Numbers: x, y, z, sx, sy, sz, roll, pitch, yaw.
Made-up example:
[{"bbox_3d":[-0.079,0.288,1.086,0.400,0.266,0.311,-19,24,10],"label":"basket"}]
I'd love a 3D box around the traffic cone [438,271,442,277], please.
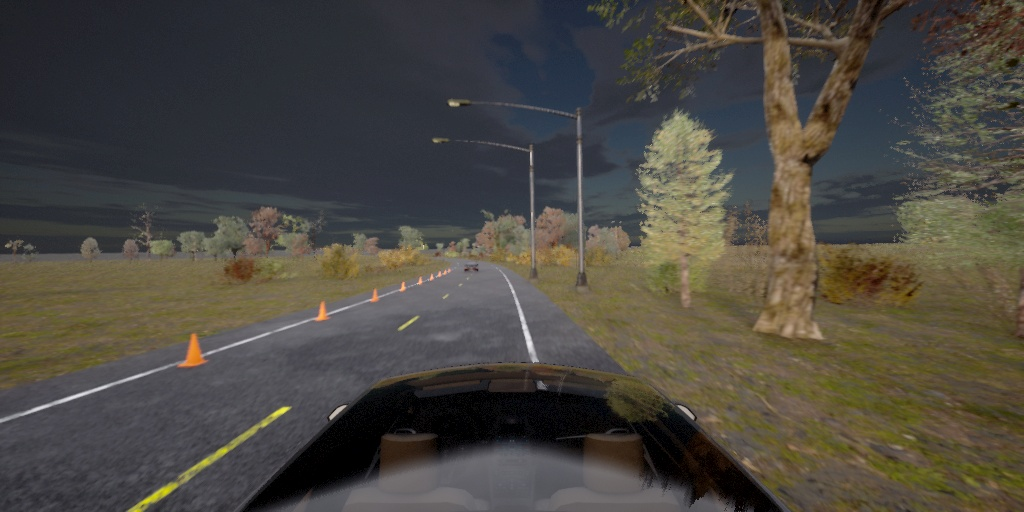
[{"bbox_3d":[-7.420,1.828,36.859,0.340,0.580,0.340,0,0,-4],"label":"traffic cone"}]

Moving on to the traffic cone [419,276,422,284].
[{"bbox_3d":[-6.864,1.826,26.922,0.340,0.580,0.340,0,0,-3],"label":"traffic cone"}]

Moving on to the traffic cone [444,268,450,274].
[{"bbox_3d":[-7.756,1.828,41.824,0.340,0.580,0.340,0,0,-4],"label":"traffic cone"}]

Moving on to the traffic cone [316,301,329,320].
[{"bbox_3d":[-6.323,1.816,12.001,0.340,0.580,0.340,0,0,-1],"label":"traffic cone"}]

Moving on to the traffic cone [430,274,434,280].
[{"bbox_3d":[-7.123,1.827,31.891,0.340,0.580,0.340,0,0,-3],"label":"traffic cone"}]

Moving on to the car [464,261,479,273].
[{"bbox_3d":[-5.168,1.364,46.307,2.033,1.411,5.357,-1,0,-5],"label":"car"}]

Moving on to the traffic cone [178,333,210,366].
[{"bbox_3d":[-6.222,1.814,7.026,0.340,0.580,0.340,0,0,-1],"label":"traffic cone"}]

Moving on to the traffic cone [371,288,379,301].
[{"bbox_3d":[-6.465,1.820,16.977,0.340,0.580,0.340,0,0,-2],"label":"traffic cone"}]

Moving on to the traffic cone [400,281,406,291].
[{"bbox_3d":[-6.644,1.823,21.950,0.340,0.580,0.340,0,0,-2],"label":"traffic cone"}]
